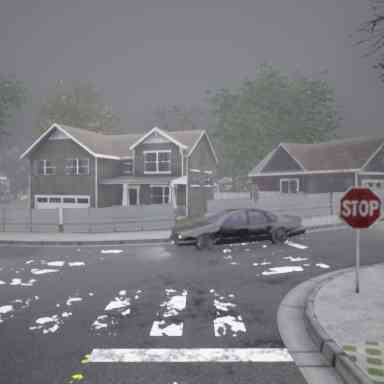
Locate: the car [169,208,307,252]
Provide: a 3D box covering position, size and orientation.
[{"bbox_3d":[1.837,1.393,13.318,5.357,1.411,2.033,-3,2,-15],"label":"car"}]
